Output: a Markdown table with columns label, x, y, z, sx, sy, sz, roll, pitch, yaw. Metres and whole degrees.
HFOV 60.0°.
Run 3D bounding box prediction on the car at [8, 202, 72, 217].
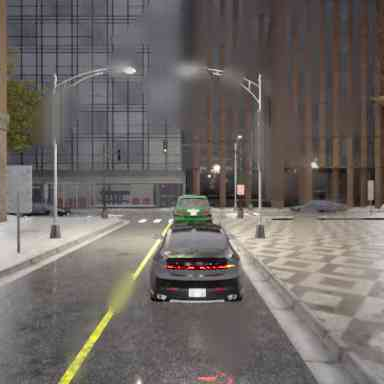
| label | x | y | z | sx | sy | sz | roll | pitch | yaw |
| --- | --- | --- | --- | --- | --- | --- | --- | --- | --- |
| car | -13.893 | 1.600 | 30.281 | 5.357 | 1.411 | 2.033 | 0 | 0 | 1 |

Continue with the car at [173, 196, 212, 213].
| label | x | y | z | sx | sy | sz | roll | pitch | yaw |
| --- | --- | --- | --- | --- | --- | --- | --- | --- | --- |
| car | 0.017 | 1.221 | 20.289 | 2.150 | 2.045 | 5.566 | 0 | 0 | -1 |

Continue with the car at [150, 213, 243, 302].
| label | x | y | z | sx | sy | sz | roll | pitch | yaw |
| --- | --- | --- | --- | --- | --- | --- | --- | --- | --- |
| car | 0.082 | 1.504 | 8.223 | 1.837 | 1.490 | 4.892 | 0 | 0 | 0 |

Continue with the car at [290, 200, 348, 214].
| label | x | y | z | sx | sy | sz | roll | pitch | yaw |
| --- | --- | --- | --- | --- | --- | --- | --- | --- | --- |
| car | 12.733 | 1.486 | 33.508 | 5.357 | 1.411 | 2.033 | 0 | 0 | 0 |
